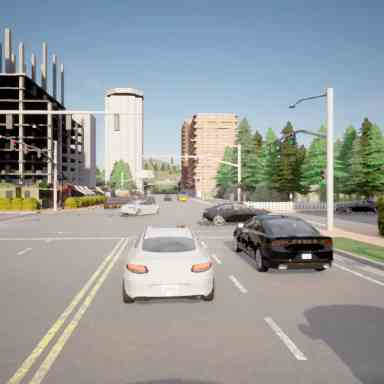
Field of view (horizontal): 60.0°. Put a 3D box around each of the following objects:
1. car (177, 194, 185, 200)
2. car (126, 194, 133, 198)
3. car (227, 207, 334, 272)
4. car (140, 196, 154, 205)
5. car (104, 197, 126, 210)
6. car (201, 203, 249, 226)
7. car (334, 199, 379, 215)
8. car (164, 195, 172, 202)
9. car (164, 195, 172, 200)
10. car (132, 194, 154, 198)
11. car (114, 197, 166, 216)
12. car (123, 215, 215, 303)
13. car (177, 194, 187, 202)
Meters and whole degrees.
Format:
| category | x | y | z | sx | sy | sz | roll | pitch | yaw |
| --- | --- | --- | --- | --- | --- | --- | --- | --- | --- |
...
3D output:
| category | x | y | z | sx | sy | sz | roll | pitch | yaw |
| --- | --- | --- | --- | --- | --- | --- | --- | --- | --- |
| car | -2.812 | 1.304 | 86.487 | 1.882 | 1.535 | 5.008 | 0 | 0 | -4 |
| car | -11.000 | 1.477 | 53.105 | 1.882 | 1.535 | 5.008 | 0 | 0 | -4 |
| car | 2.674 | 1.478 | 10.868 | 1.882 | 1.535 | 5.008 | 0 | 0 | -5 |
| car | -7.833 | 1.491 | 57.961 | 2.128 | 1.511 | 4.902 | 0 | 0 | -4 |
| car | -10.332 | 1.478 | 43.779 | 1.882 | 1.535 | 5.008 | 0 | 0 | -4 |
| car | 3.085 | 1.491 | 22.636 | 4.902 | 1.511 | 2.128 | 0 | 0 | -3 |
| car | 17.050 | 1.491 | 34.008 | 4.902 | 1.511 | 2.128 | 0 | 0 | -3 |
| car | -5.679 | 1.518 | 77.662 | 2.128 | 1.511 | 4.902 | 0 | 0 | -4 |
| car | -6.303 | 1.379 | 86.233 | 1.994 | 1.385 | 4.181 | 0 | 0 | -4 |
| car | -7.187 | 1.491 | 48.852 | 2.128 | 1.511 | 4.902 | 0 | 0 | -4 |
| car | -4.871 | 1.526 | 31.918 | 1.812 | 1.442 | 4.674 | 1 | 0 | 34 |
| car | -0.590 | 1.526 | 8.129 | 1.812 | 1.442 | 4.674 | 0 | 0 | -5 |
| car | -2.117 | 1.470 | 76.939 | 1.882 | 1.535 | 5.008 | 0 | 0 | -4 |
